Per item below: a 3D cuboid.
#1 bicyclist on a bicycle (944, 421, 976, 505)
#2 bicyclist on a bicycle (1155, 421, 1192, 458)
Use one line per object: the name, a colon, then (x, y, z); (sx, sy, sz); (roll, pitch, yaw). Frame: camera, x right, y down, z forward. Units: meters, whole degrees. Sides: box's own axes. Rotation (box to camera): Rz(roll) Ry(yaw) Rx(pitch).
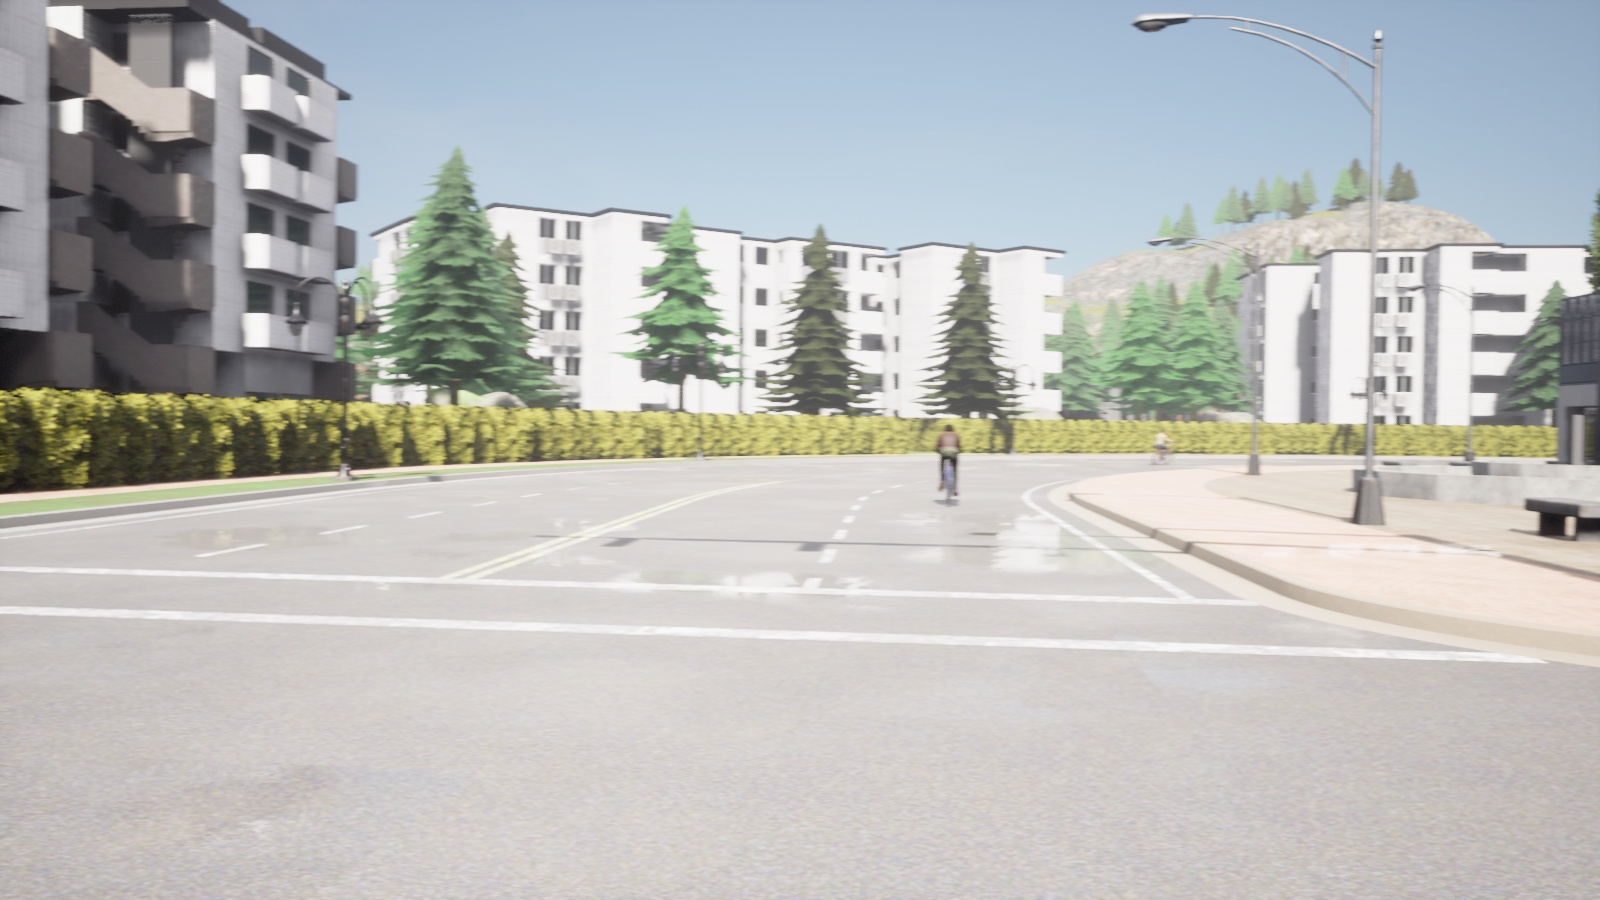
bicyclist on a bicycle: (3.191, 0.241, 25.128); (0.582, 1.620, 1.656); (0, 1, 6)
bicyclist on a bicycle: (16.516, -0.483, 55.552); (1.509, 1.612, 0.866); (-1, 2, -37)
